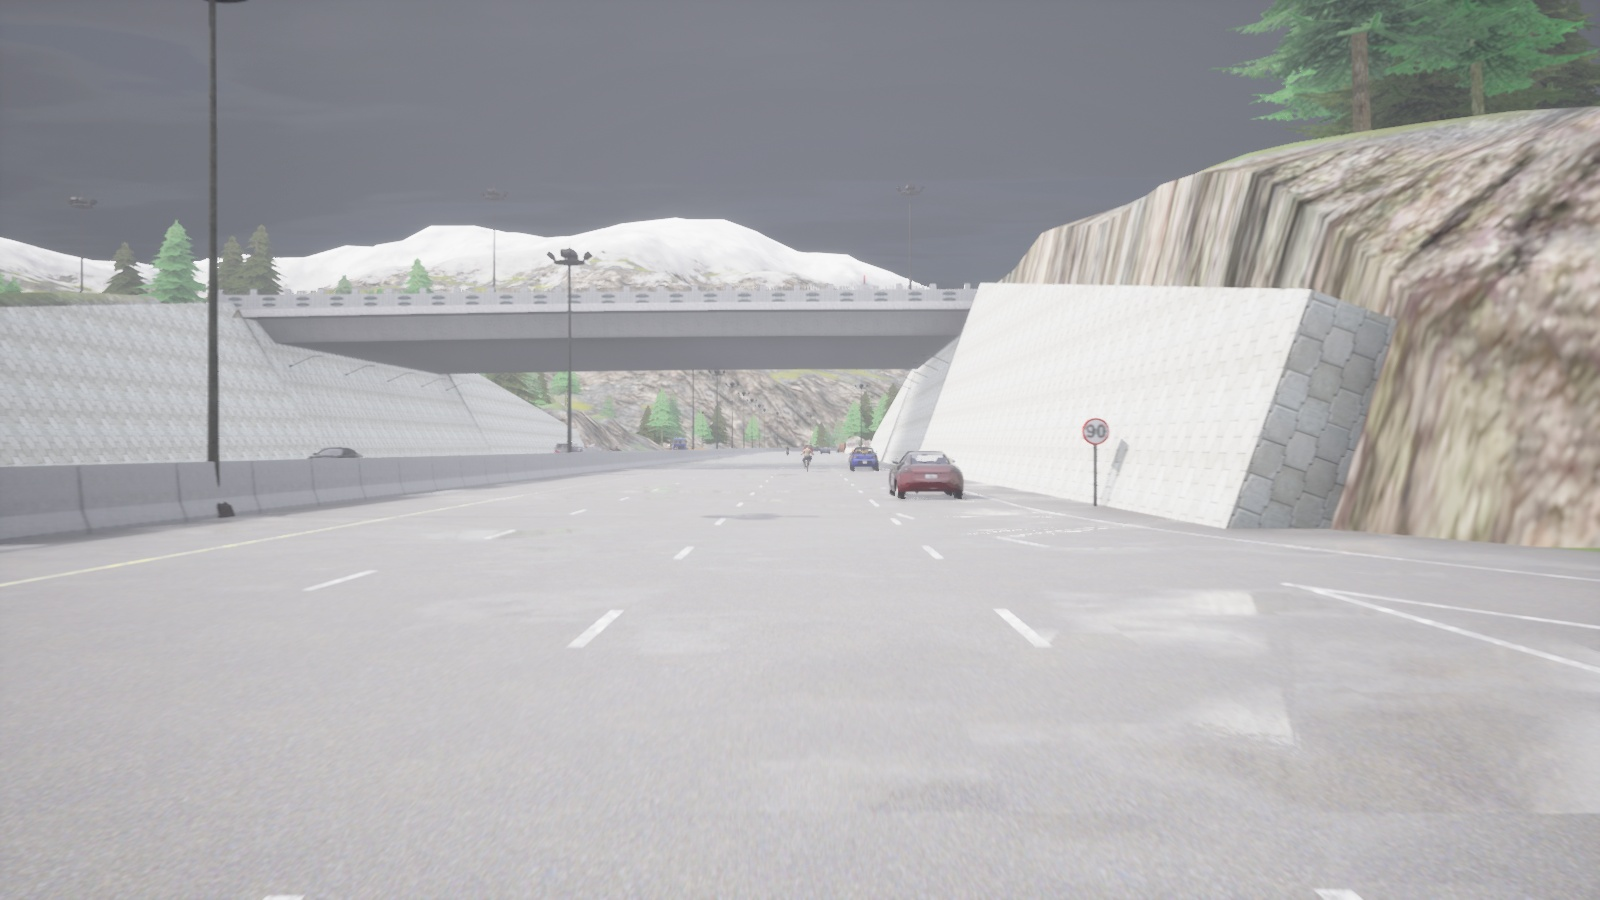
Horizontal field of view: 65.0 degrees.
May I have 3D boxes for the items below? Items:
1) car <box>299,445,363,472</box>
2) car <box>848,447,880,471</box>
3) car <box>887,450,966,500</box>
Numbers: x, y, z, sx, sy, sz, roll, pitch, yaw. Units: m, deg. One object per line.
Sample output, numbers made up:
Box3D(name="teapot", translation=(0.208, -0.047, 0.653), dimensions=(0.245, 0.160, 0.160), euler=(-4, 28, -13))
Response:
Box3D(name="car", translation=(-27.560, 0.503, 74.003), dimensions=(1.882, 1.535, 5.008), euler=(0, 0, 0))
Box3D(name="car", translation=(3.968, 0.552, 78.756), dimensions=(1.816, 1.474, 4.193), euler=(0, 0, 0))
Box3D(name="car", translation=(3.732, 0.712, 37.706), dimensions=(1.994, 1.385, 4.181), euler=(0, 0, 0))
